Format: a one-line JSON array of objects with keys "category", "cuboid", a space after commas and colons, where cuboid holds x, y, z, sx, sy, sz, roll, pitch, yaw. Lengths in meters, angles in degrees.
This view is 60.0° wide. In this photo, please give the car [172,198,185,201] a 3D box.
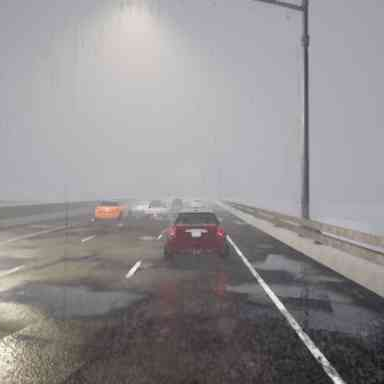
[{"category": "car", "cuboid": [-2.420, 1.818, 57.640, 1.837, 1.490, 4.892, 0, 0, 2]}]

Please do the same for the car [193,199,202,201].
[{"category": "car", "cuboid": [0.800, 1.778, 48.650, 1.812, 1.442, 4.674, 0, 0, 2]}]

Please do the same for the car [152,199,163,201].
[{"category": "car", "cuboid": [-5.951, 1.869, 56.798, 1.994, 1.385, 4.181, 0, 0, 2]}]

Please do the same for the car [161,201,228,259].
[{"category": "car", "cuboid": [0.155, 1.410, 12.927, 2.097, 1.767, 4.553, 0, 0, 0]}]

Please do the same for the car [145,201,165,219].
[{"category": "car", "cuboid": [-3.114, 1.746, 30.980, 1.895, 1.301, 4.718, 0, 0, 1]}]

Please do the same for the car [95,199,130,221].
[{"category": "car", "cuboid": [-6.657, 1.481, 28.344, 2.097, 1.767, 4.553, 0, 0, 1]}]
